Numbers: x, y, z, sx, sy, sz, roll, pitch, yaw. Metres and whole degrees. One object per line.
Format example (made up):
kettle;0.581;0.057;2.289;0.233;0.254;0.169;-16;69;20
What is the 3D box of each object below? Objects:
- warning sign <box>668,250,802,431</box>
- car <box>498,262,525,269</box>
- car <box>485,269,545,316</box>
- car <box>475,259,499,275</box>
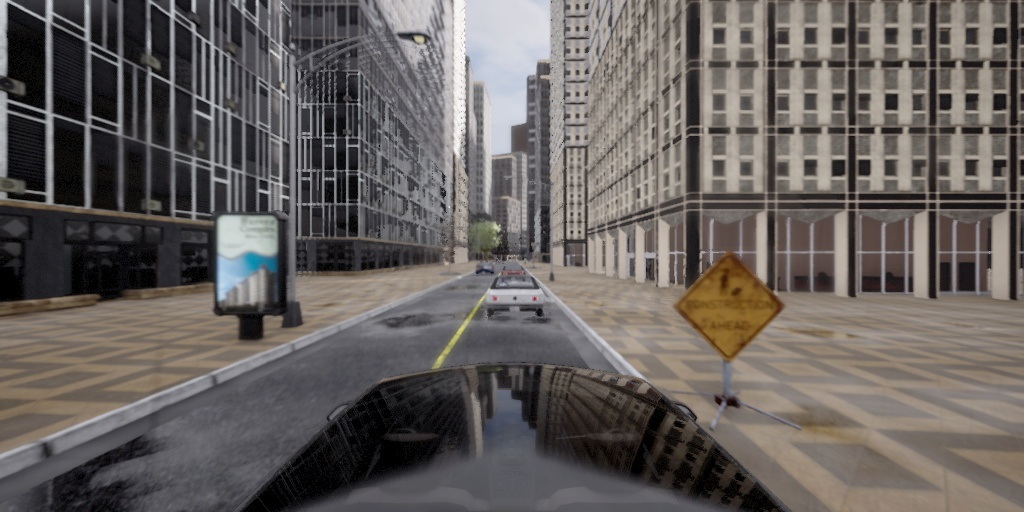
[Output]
warning sign;2.519;0.865;4.206;1.300;1.860;1.060;0;0;0
car;0.106;1.344;28.606;1.895;1.301;4.718;0;0;0
car;0.098;1.348;13.313;1.895;1.301;4.718;0;0;0
car;-2.829;1.290;38.535;2.033;1.411;5.357;0;0;0
